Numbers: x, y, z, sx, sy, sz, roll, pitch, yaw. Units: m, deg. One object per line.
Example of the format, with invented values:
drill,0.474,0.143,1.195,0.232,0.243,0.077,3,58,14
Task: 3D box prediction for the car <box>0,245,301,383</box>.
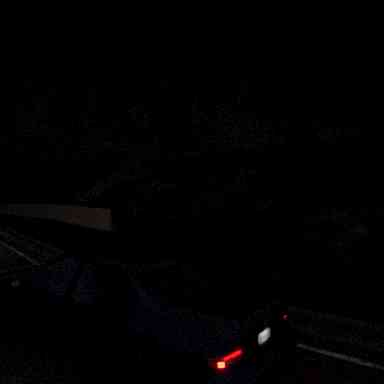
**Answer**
car,-1.224,1.561,5.023,5.357,1.411,2.033,0,0,38
